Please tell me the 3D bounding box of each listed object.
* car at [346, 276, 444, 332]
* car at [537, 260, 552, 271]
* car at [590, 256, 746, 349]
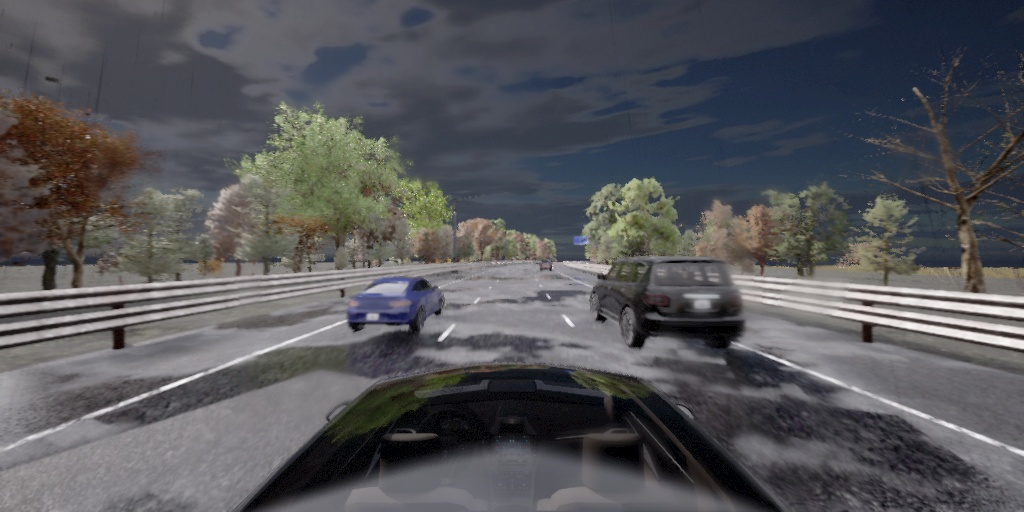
[{"bbox_3d":[-3.351,1.323,10.980,1.812,1.442,4.674,0,0,1],"label":"car"},{"bbox_3d":[5.395,1.609,57.555,2.033,1.649,4.856,0,0,4],"label":"car"},{"bbox_3d":[3.633,1.031,9.491,2.150,2.045,5.566,0,0,0],"label":"car"}]
